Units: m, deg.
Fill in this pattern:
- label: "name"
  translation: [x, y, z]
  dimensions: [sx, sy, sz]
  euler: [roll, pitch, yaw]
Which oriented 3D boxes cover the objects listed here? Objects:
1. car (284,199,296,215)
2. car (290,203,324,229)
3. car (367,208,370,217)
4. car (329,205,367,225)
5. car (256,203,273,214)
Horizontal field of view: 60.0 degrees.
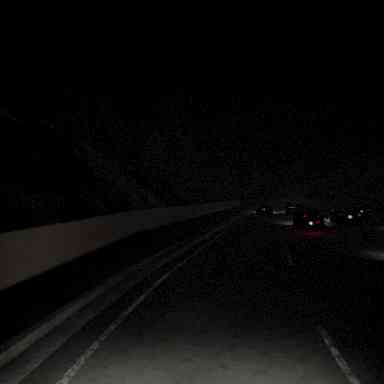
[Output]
- label: "car"
  translation: [12.540, 2.032, 41.214]
  dimensions: [2.128, 1.511, 4.902]
  euler: [0, -1, 14]
- label: "car"
  translation: [8.435, 1.835, 24.332]
  dimensions: [1.837, 1.490, 4.892]
  euler: [0, 0, 14]
- label: "car"
  translation: [19.049, 2.135, 38.367]
  dimensions: [1.994, 1.385, 4.181]
  euler: [0, -1, 14]
- label: "car"
  translation: [12.989, 1.975, 28.274]
  dimensions: [1.994, 1.385, 4.181]
  euler: [0, -1, 14]
- label: "car"
  translation: [9.157, 2.081, 42.115]
  dimensions: [1.994, 1.385, 4.181]
  euler: [0, -1, 14]
